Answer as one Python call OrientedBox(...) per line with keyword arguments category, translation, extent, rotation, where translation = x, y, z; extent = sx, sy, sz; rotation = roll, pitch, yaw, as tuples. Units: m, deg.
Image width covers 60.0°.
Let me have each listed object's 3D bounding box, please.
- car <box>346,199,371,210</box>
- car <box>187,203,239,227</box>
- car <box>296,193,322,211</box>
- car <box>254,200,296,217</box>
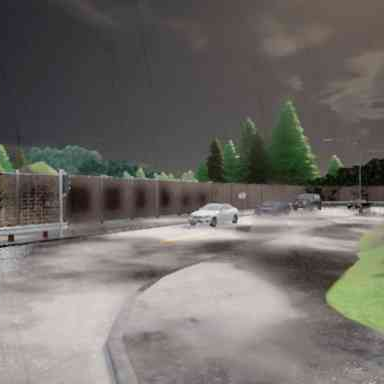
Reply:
OrientedBox(category="car", translation=(21.562, 1.592, 42.909), extent=(1.895, 1.301, 4.718), rotation=(0, 0, 42))
OrientedBox(category="car", translation=(1.585, 1.508, 22.814), extent=(1.812, 1.442, 4.674), rotation=(0, 0, 36))
OrientedBox(category="car", translation=(13.961, 1.204, 40.139), extent=(2.150, 2.045, 5.566), rotation=(0, 0, 36))
OrientedBox(category="car", translation=(7.753, 1.530, 31.457), extent=(2.033, 1.411, 5.357), rotation=(0, 0, 35))
